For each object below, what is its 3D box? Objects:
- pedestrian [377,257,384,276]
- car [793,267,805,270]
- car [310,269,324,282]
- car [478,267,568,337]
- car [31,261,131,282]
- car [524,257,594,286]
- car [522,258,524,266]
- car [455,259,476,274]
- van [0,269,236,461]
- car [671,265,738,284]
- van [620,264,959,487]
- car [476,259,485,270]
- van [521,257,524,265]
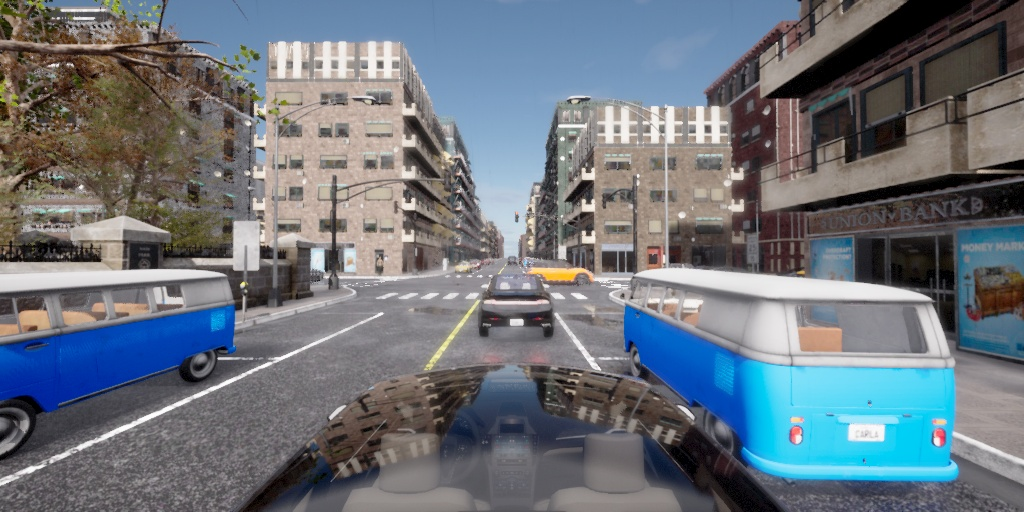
[{"bbox_3d":[-12.515,0.963,33.948,0.375,1.860,0.375,0,-1,1],"label":"pedestrian"},{"bbox_3d":[25.030,1.409,27.934,5.008,1.535,1.882,0,-1,1],"label":"car"},{"bbox_3d":[-15.776,1.174,25.280,4.674,1.442,1.812,0,-1,0],"label":"car"},{"bbox_3d":[0.106,1.243,10.280,2.128,1.511,4.902,0,0,0],"label":"car"},{"bbox_3d":[-30.432,1.075,25.435,4.892,1.490,1.837,0,-1,1],"label":"car"},{"bbox_3d":[3.312,1.108,24.983,4.553,1.767,2.097,0,0,1],"label":"car"},{"bbox_3d":[2.725,1.310,48.138,2.007,1.370,4.403,0,0,0],"label":"car"},{"bbox_3d":[-5.659,1.283,42.331,1.751,1.417,4.829,0,0,0],"label":"car"},{"bbox_3d":[-5.654,1.091,4.556,1.690,1.789,3.998,0,0,0],"label":"van"},{"bbox_3d":[14.973,1.439,28.062,4.181,1.385,1.994,0,-1,1],"label":"car"},{"bbox_3d":[2.661,1.091,4.549,1.690,1.789,3.998,0,0,0],"label":"van"},{"bbox_3d":[-5.652,1.201,53.787,1.967,1.591,4.097,0,0,0],"label":"car"},{"bbox_3d":[2.734,1.103,59.422,1.690,1.789,3.998,0,0,0],"label":"van"}]
